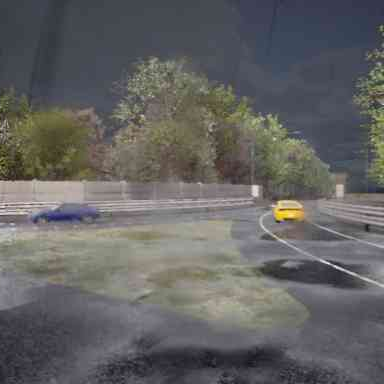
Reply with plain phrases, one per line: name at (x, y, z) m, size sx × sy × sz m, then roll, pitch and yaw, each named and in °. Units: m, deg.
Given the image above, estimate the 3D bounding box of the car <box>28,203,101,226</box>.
car at (-8.714, 1.467, 22.894) m, size 4.674 × 1.442 × 1.812 m, roll 0°, pitch 0°, yaw -29°

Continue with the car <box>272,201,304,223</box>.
car at (6.974, 1.360, 24.377) m, size 1.882 × 1.535 × 5.008 m, roll 0°, pitch 0°, yaw 10°
